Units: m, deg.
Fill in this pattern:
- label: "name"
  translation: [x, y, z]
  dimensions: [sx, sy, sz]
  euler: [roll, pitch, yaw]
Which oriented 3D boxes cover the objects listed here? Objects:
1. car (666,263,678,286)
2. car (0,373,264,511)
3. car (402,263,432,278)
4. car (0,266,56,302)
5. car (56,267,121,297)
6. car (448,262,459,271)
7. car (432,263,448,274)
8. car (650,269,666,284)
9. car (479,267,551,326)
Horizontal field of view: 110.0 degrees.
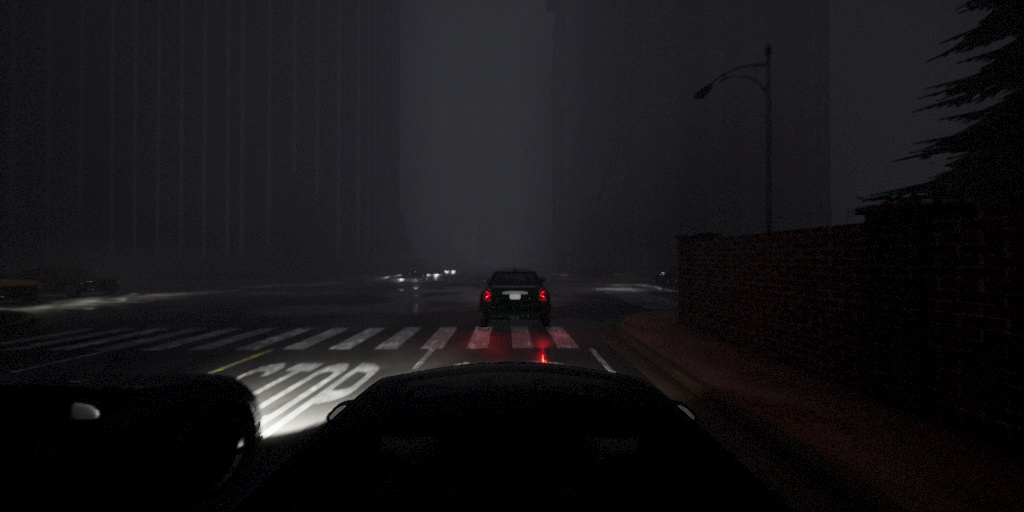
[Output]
- label: "car"
  translation: [12.842, 1.364, 22.771]
  dimensions: [4.902, 1.511, 2.128]
  euler: [0, 0, -1]
- label: "car"
  translation: [-3.422, 1.315, 1.785]
  dimensions: [1.994, 1.385, 4.181]
  euler: [0, 0, 0]
- label: "car"
  translation: [-10.587, 1.576, 39.403]
  dimensions: [1.837, 1.490, 4.892]
  euler: [0, 0, 0]
- label: "car"
  translation: [-23.493, 1.291, 15.481]
  dimensions: [5.008, 1.535, 1.882]
  euler: [0, 0, 0]
- label: "car"
  translation: [-23.817, 1.320, 18.980]
  dimensions: [5.008, 1.535, 1.882]
  euler: [0, 0, 0]
- label: "car"
  translation: [-10.502, 1.765, 63.203]
  dimensions: [2.128, 1.511, 4.902]
  euler: [0, -1, 0]
- label: "car"
  translation: [-10.581, 1.719, 49.354]
  dimensions: [1.994, 1.385, 4.181]
  euler: [0, 0, 0]
- label: "car"
  translation: [12.598, 1.255, 26.288]
  dimensions: [4.553, 1.767, 2.097]
  euler: [0, 0, 0]
- label: "car"
  translation: [0.095, 1.162, 12.254]
  dimensions: [2.097, 1.767, 4.553]
  euler: [0, 0, 0]
